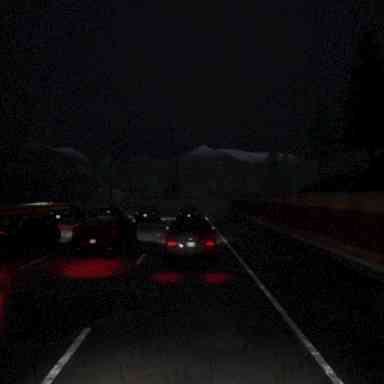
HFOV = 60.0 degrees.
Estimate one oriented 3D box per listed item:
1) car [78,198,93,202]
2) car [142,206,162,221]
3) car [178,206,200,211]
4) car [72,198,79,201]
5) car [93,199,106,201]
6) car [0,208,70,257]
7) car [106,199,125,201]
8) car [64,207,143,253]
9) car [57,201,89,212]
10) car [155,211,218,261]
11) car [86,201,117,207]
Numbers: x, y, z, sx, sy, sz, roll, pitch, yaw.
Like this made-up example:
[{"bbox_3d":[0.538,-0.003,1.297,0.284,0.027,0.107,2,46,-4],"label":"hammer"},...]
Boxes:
[{"bbox_3d":[-22.505,2.312,74.532,2.033,1.411,5.357,0,-1,14],"label":"car"},{"bbox_3d":[-3.739,1.862,28.625,1.994,1.385,4.181,0,-1,0],"label":"car"},{"bbox_3d":[-0.237,1.863,28.689,1.994,1.385,4.181,0,0,0],"label":"car"},{"bbox_3d":[-25.811,2.140,75.738,2.097,1.767,4.553,0,-1,14],"label":"car"},{"bbox_3d":[-19.209,2.355,73.332,1.895,1.301,4.718,0,-1,14],"label":"car"},{"bbox_3d":[-7.067,1.635,13.611,2.128,1.511,4.902,0,0,0],"label":"car"},{"bbox_3d":[-15.889,2.273,72.188,2.128,1.511,4.902,0,-1,14],"label":"car"},{"bbox_3d":[-3.569,1.628,14.392,1.882,1.535,5.008,0,0,0],"label":"car"},{"bbox_3d":[-10.734,1.827,28.957,1.812,1.442,4.674,0,0,0],"label":"car"},{"bbox_3d":[-0.063,1.681,12.728,2.033,1.411,5.357,0,-1,-1],"label":"car"},{"bbox_3d":[-7.239,1.790,28.606,2.128,1.511,4.902,0,0,0],"label":"car"}]
